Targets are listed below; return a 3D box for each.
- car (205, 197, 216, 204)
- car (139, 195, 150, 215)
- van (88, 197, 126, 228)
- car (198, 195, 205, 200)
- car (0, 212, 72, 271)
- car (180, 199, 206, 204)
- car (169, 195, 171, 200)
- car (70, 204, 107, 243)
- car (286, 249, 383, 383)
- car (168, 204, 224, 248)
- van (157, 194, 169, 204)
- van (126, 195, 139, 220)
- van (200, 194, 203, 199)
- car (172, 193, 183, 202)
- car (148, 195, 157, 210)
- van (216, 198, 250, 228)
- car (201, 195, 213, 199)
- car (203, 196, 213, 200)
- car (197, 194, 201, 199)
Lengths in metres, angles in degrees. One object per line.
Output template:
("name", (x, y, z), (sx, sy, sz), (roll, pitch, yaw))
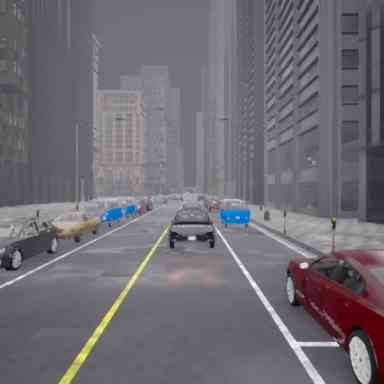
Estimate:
("car", (2.760, 1.577, 38.938), (1.802, 1.307, 4.206), (0, 0, 0))
("car", (-5.766, 1.435, 33.293), (1.967, 1.590, 4.097), (0, 0, 0))
("van", (-5.767, 1.337, 22.011), (1.690, 1.788, 3.998), (0, 0, 0))
("car", (2.760, 1.546, 95.344), (1.947, 1.339, 4.313), (0, 0, 0))
("car", (-5.766, 1.548, 10.730), (2.008, 1.369, 4.403), (0, 0, 0))
("car", (0.000, 1.613, 29.681), (1.895, 1.301, 4.718), (0, 0, 0))
("car", (-5.765, 1.535, 67.139), (1.887, 1.381, 4.507), (0, 0, 0))
("car", (-5.766, 1.522, 16.200), (1.752, 1.417, 4.829), (0, 0, 0))
("car", (2.759, 1.542, 5.094), (1.887, 1.381, 4.507), (0, 0, 0))
("car", (0.000, 1.493, 14.651), (2.128, 1.511, 4.902), (0, 0, 0))
("van", (-5.766, 1.332, 61.498), (1.690, 1.788, 3.998), (0, 0, 0))
("van", (-5.766, 1.337, 27.652), (1.690, 1.788, 3.998), (0, 0, 0))
("van", (2.759, 1.334, 55.860), (1.690, 1.788, 3.998), (0, 0, 0))
("car", (-3.000, 1.425, 75.955), (1.882, 1.535, 5.008), (0, 0, 0))
("car", (-5.766, 1.310, 38.934), (2.192, 1.841, 5.009), (0, 0, 0))
("van", (2.759, 1.337, 22.016), (1.690, 1.788, 3.998), (0, 0, 0))
("car", (2.760, 1.559, 50.219), (1.947, 1.339, 4.313), (0, 0, 0))
("car", (2.760, 1.576, 44.579), (1.802, 1.307, 4.206), (0, 0, 0))
("car", (2.355, 1.492, 80.159), (1.837, 1.490, 4.892), (0, 0, 0))
